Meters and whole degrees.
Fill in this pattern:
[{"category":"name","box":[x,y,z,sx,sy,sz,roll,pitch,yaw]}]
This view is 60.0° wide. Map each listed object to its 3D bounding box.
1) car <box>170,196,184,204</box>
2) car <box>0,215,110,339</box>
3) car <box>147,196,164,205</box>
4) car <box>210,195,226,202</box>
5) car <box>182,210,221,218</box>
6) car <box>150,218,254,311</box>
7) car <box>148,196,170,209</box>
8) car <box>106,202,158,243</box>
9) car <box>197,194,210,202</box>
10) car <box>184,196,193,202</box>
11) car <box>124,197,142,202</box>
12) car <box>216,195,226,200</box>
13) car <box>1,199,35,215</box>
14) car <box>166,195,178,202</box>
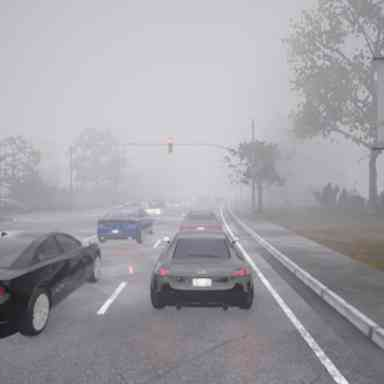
[{"category":"car","box":[-3.209,1.477,60.570,1.837,1.490,4.892,0,0,7]},{"category":"car","box":[-3.302,1.474,6.702,1.882,1.535,5.008,0,0,1]},{"category":"car","box":[-6.664,1.464,61.100,2.128,1.511,4.902,0,0,7]},{"category":"car","box":[5.825,1.438,74.342,1.882,1.535,5.008,0,0,9]},{"category":"car","box":[0.443,1.556,16.265,1.994,1.385,4.181,0,0,2]},{"category":"car","box":[0.217,1.560,7.864,1.994,1.385,4.181,0,0,1]},{"category":"car","box":[-4.802,1.470,46.180,2.128,1.511,4.902,0,0,6]},{"category":"car","box":[-3.065,1.470,16.101,1.882,1.535,5.008,0,0,2]},{"category":"car","box":[2.295,1.436,74.422,1.882,1.535,5.008,0,0,9]},{"category":"car","box":[-1.083,1.555,75.474,1.895,1.301,4.718,0,0,9]},{"category":"car","box":[-8.299,1.470,46.382,2.128,1.511,4.902,0,0,6]},{"category":"car","box":[7.500,1.369,84.466,2.033,1.411,5.357,0,0,10]},{"category":"car","box":[-18.306,1.489,33.259,4.892,1.490,1.837,0,0,5]},{"category":"car","box":[-4.536,1.512,76.048,1.994,1.385,4.181,0,0,9]}]
